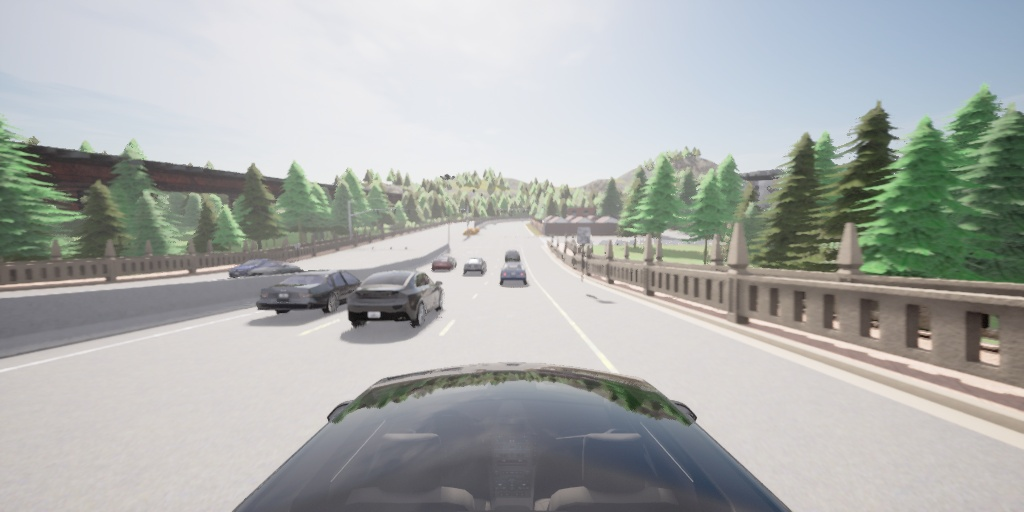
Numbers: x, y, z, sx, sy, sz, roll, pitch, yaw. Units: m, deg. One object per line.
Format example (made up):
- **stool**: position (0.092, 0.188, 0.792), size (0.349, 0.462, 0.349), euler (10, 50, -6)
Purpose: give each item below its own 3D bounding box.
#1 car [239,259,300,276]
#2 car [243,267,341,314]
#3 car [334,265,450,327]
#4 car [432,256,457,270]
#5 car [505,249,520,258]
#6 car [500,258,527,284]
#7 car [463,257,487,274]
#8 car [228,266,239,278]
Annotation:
- **car**: position (-17.544, 1.121, 26.708), size (1.994, 1.385, 4.181), euler (0, 1, 0)
- **car**: position (-6.905, 1.232, 13.346), size (2.033, 1.411, 5.357), euler (0, 0, 0)
- **car**: position (-3.404, 1.201, 11.274), size (1.837, 1.490, 4.892), euler (0, 0, 0)
- **car**: position (-6.917, 0.639, 36.902), size (1.994, 1.385, 4.181), euler (0, 4, 0)
- **car**: position (0.049, -0.149, 45.842), size (1.994, 1.385, 4.181), euler (0, 6, 0)
- **car**: position (0.093, 1.135, 25.406), size (2.033, 1.411, 5.357), euler (0, 1, 0)
- **car**: position (-3.414, 0.827, 33.596), size (2.033, 1.411, 5.357), euler (0, 3, 0)
- **car**: position (-21.014, 0.985, 29.684), size (1.812, 1.442, 4.674), euler (0, 2, 0)
